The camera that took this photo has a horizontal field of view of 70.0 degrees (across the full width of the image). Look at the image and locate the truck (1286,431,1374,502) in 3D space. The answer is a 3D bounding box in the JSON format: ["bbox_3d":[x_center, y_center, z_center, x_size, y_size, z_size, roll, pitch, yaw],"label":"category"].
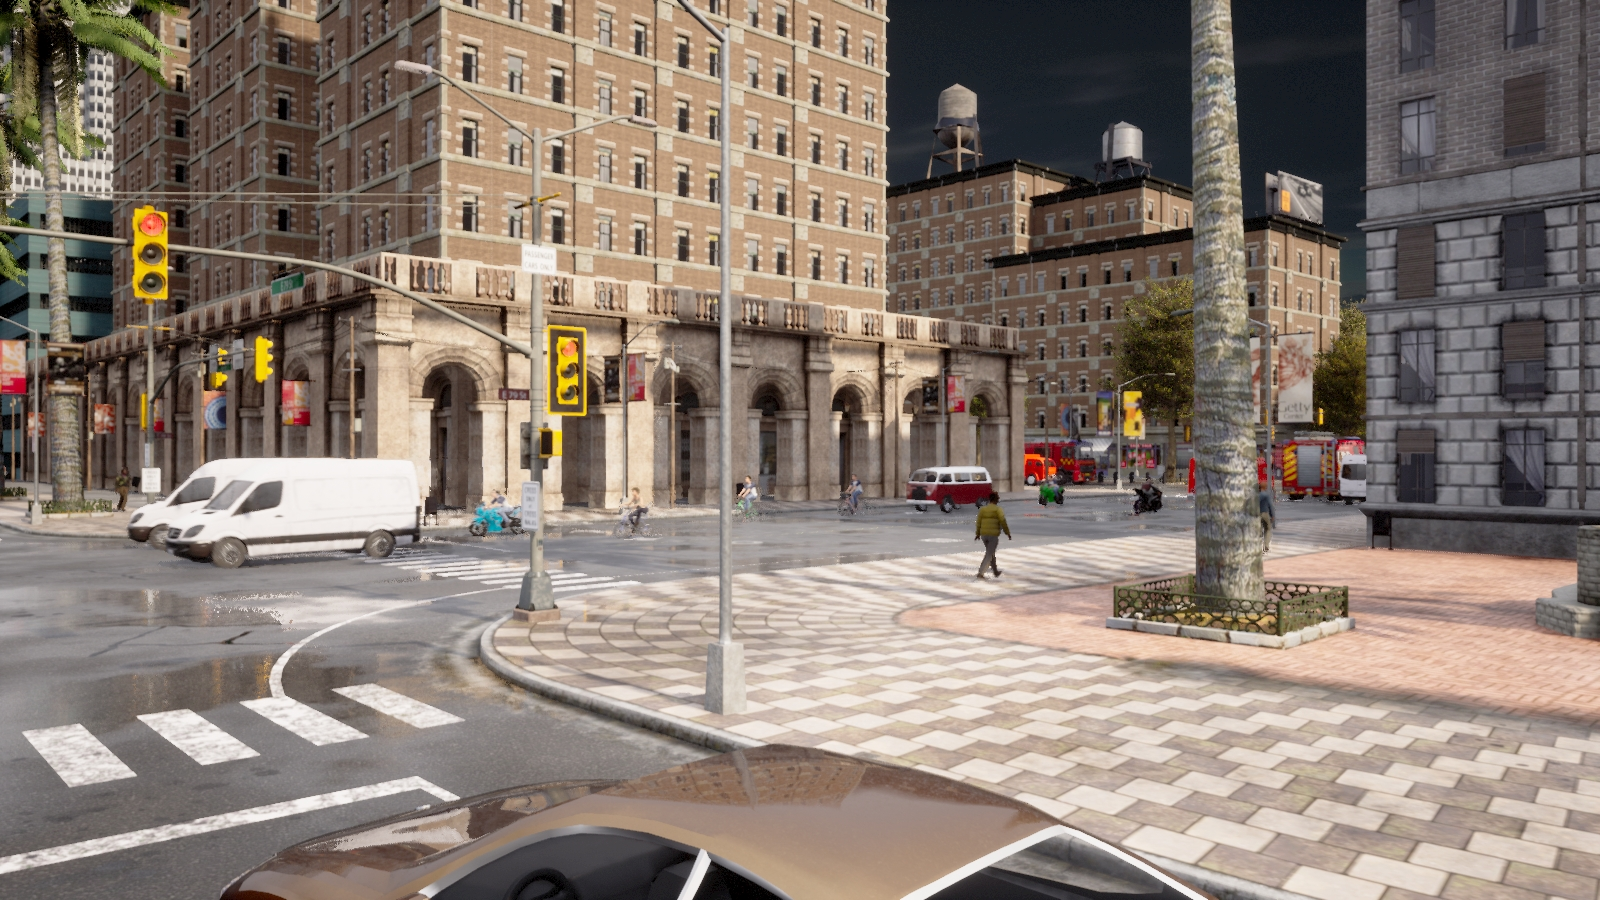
[{"bbox_3d":[30.589,0.887,65.738,2.891,3.827,8.468,0,0,37],"label":"truck"}]

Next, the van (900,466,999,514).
[{"bbox_3d":[6.812,1.782,51.817,4.480,2.038,2.069,1,0,-43],"label":"van"}]

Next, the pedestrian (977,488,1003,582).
[{"bbox_3d":[3.819,1.694,22.929,0.375,1.860,0.375,0,0,43],"label":"pedestrian"}]

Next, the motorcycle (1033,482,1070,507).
[{"bbox_3d":[12.556,2.210,57.066,2.033,1.145,0.803,1,0,-43],"label":"motorcycle"}]

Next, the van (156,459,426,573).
[{"bbox_3d":[-12.716,1.531,28.916,5.915,2.561,1.988,0,0,-45],"label":"van"}]

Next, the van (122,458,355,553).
[{"bbox_3d":[-16.123,1.530,33.226,5.915,2.561,1.988,0,0,-21],"label":"van"}]

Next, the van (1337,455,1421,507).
[{"bbox_3d":[29.920,1.531,58.942,5.915,2.561,1.988,0,0,-43],"label":"van"}]

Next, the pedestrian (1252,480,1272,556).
[{"bbox_3d":[11.526,1.694,28.496,0.375,1.860,0.375,0,0,41],"label":"pedestrian"}]

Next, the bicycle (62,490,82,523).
[{"bbox_3d":[-28.284,2.200,44.372,0.373,1.196,1.643,0,0,-42],"label":"bicycle"}]

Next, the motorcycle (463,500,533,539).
[{"bbox_3d":[-9.713,2.209,36.768,2.033,1.145,0.803,0,0,-41],"label":"motorcycle"}]

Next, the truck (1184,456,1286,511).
[{"bbox_3d":[21.233,1.569,55.637,5.204,2.467,2.627,0,0,-43],"label":"truck"}]

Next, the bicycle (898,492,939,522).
[{"bbox_3d":[4.698,2.253,45.263,1.487,1.080,0.859,0,0,-43],"label":"bicycle"}]

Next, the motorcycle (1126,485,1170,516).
[{"bbox_3d":[15.270,2.202,50.069,2.209,1.251,0.867,0,0,-43],"label":"motorcycle"}]

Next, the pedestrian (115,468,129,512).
[{"bbox_3d":[-28.718,1.691,48.366,0.375,1.860,0.375,0,0,28],"label":"pedestrian"}]

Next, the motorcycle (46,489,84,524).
[{"bbox_3d":[-28.682,2.199,44.576,0.867,1.251,2.209,0,0,-42],"label":"motorcycle"}]

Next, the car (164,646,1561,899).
[{"bbox_3d":[-0.308,1.991,4.309,5.027,1.651,2.152,0,0,42],"label":"car"}]
